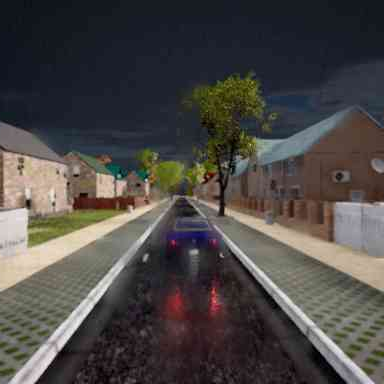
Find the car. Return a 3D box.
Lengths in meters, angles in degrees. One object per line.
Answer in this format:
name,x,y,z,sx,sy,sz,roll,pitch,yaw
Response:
car,-0.074,1.615,12.720,1.895,1.301,4.718,-1,0,-4
